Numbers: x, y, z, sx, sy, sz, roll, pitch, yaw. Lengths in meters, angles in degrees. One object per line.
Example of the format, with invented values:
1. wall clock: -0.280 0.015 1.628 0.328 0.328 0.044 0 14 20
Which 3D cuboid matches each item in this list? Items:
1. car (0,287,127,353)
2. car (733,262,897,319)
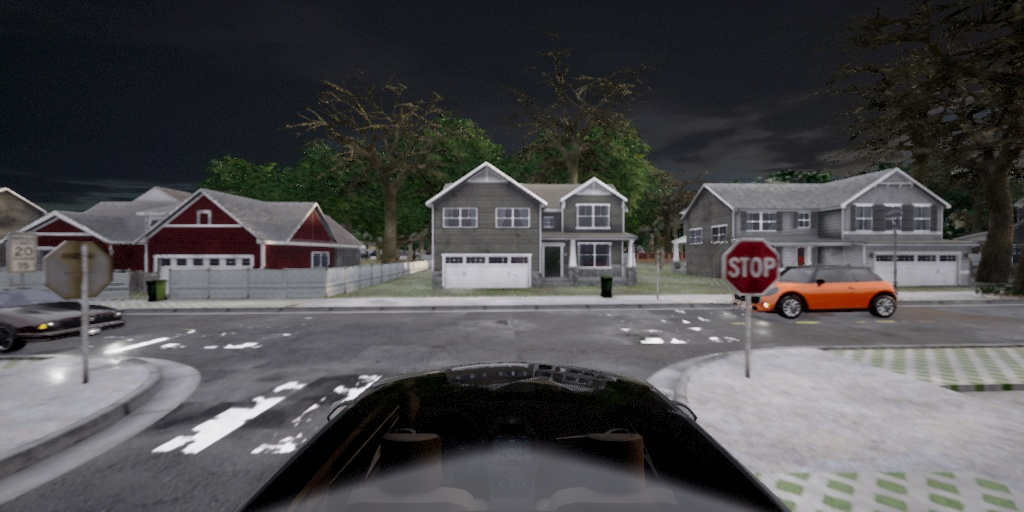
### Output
1. car: -13.199 1.512 9.066 5.357 1.411 2.033 0 0 1
2. car: 10.247 1.110 12.404 4.553 1.767 2.097 -1 0 -1
